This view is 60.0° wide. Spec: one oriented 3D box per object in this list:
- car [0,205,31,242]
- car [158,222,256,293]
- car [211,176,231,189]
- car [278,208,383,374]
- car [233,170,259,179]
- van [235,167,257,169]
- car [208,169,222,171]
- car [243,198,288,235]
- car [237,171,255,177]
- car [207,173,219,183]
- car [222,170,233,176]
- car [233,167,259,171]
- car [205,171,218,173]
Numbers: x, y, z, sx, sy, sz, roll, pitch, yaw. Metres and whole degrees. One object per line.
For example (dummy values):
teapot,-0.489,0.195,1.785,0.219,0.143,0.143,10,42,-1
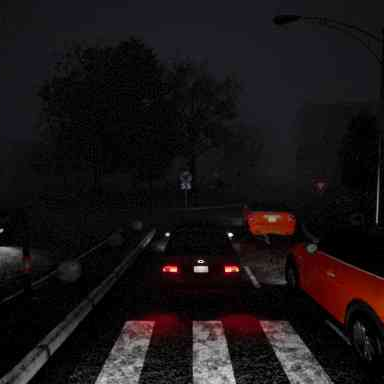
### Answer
car,-8.854,1.320,15.385,2.033,1.411,5.357,-1,3,-15
car,0.197,1.512,8.979,2.033,1.411,5.357,0,1,1
car,4.701,-1.367,52.570,1.837,1.490,4.892,-1,5,-6
car,3.177,1.346,5.763,2.097,1.767,4.553,0,0,0
car,12.942,-3.922,80.266,4.892,1.521,2.231,1,5,10
van,13.749,-4.664,85.673,4.442,1.987,1.878,1,5,10
car,5.952,-4.416,85.659,1.882,1.535,5.008,1,6,10
car,3.632,1.080,16.215,2.097,1.767,4.553,0,3,6
car,14.752,-4.926,91.054,4.792,1.488,2.163,1,6,11
car,3.930,-2.522,66.323,1.994,1.385,4.181,0,5,3
car,8.792,-4.188,84.467,1.895,1.301,4.718,1,5,10
car,14.343,-4.945,88.342,5.566,2.045,2.435,1,6,10
car,4.466,-3.457,76.176,2.033,1.411,5.357,1,5,9
